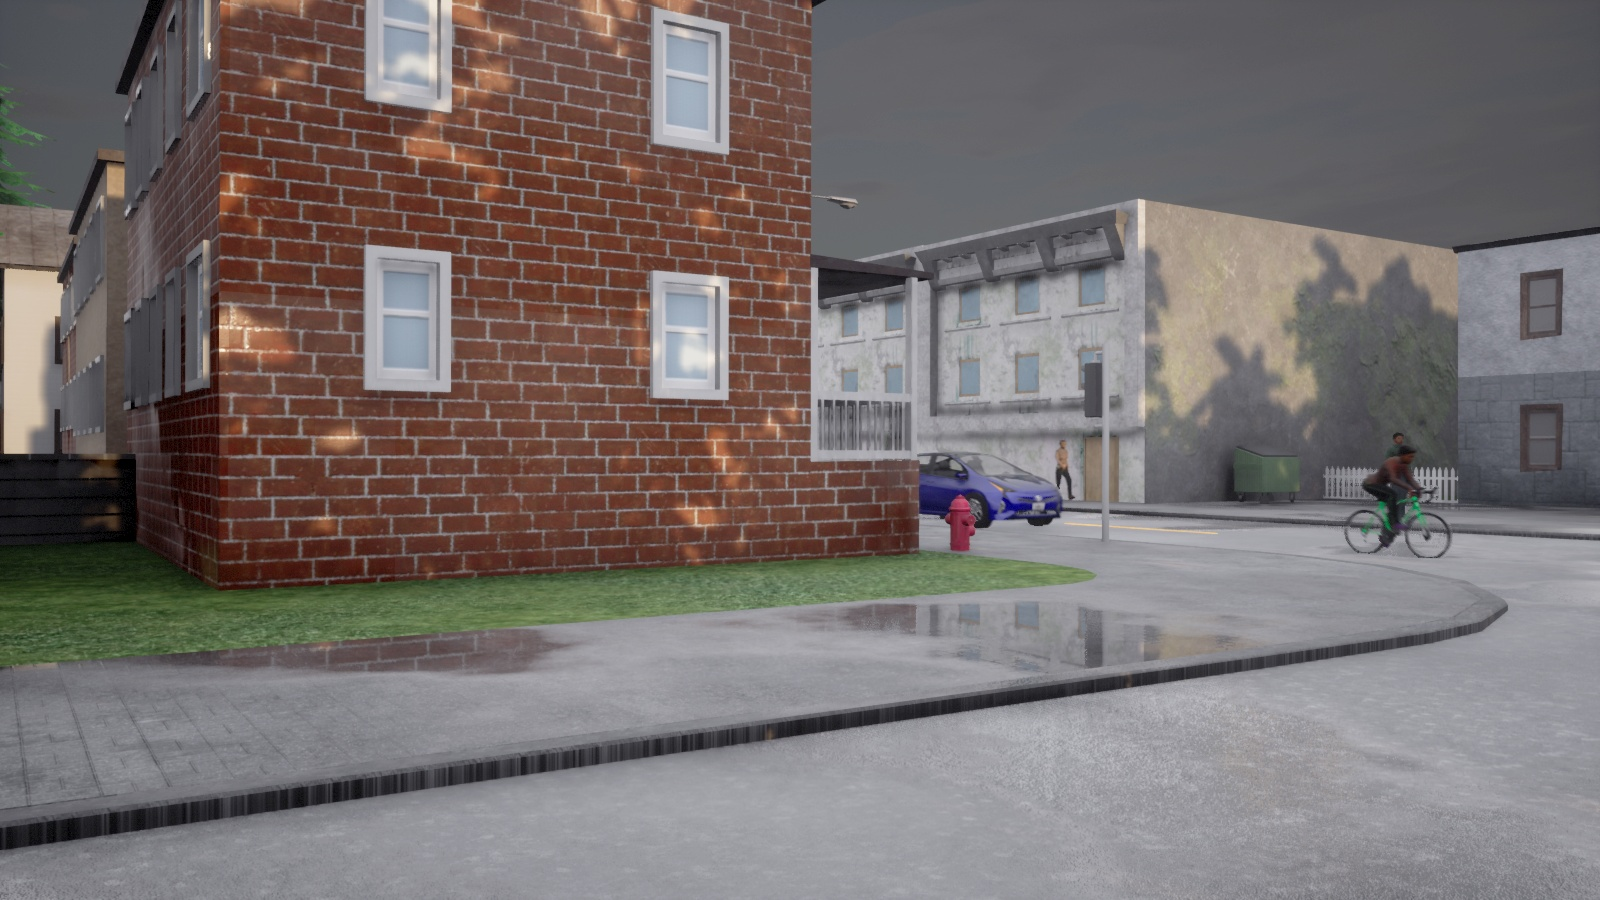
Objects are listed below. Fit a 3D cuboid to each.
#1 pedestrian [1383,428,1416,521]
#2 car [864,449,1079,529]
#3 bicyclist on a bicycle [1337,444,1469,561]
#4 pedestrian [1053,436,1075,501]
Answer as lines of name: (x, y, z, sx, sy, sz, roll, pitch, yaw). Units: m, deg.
pedestrian: (12.145, 0.491, 25.450, 0.353, 1.847, 0.614, 0, 0, -3)
car: (3.490, 0.749, 26.365, 2.007, 1.525, 4.514, 0, 0, -33)
bicyclist on a bicycle: (8.742, 0.724, 18.260, 0.582, 1.620, 1.656, 0, 0, -33)
pedestrian: (7.587, 0.527, 36.074, 0.331, 1.846, 0.634, 0, 0, -21)
